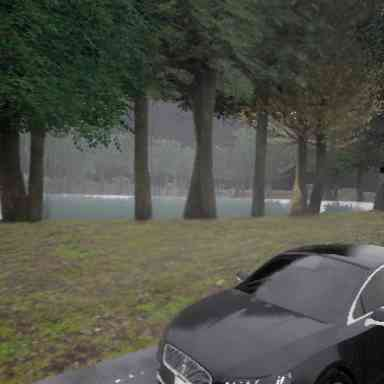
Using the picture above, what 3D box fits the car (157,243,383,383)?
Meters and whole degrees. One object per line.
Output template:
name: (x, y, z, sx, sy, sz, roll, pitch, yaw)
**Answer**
car: (1.880, 1.512, 4.408, 4.892, 1.490, 1.837, 1, 0, -35)
